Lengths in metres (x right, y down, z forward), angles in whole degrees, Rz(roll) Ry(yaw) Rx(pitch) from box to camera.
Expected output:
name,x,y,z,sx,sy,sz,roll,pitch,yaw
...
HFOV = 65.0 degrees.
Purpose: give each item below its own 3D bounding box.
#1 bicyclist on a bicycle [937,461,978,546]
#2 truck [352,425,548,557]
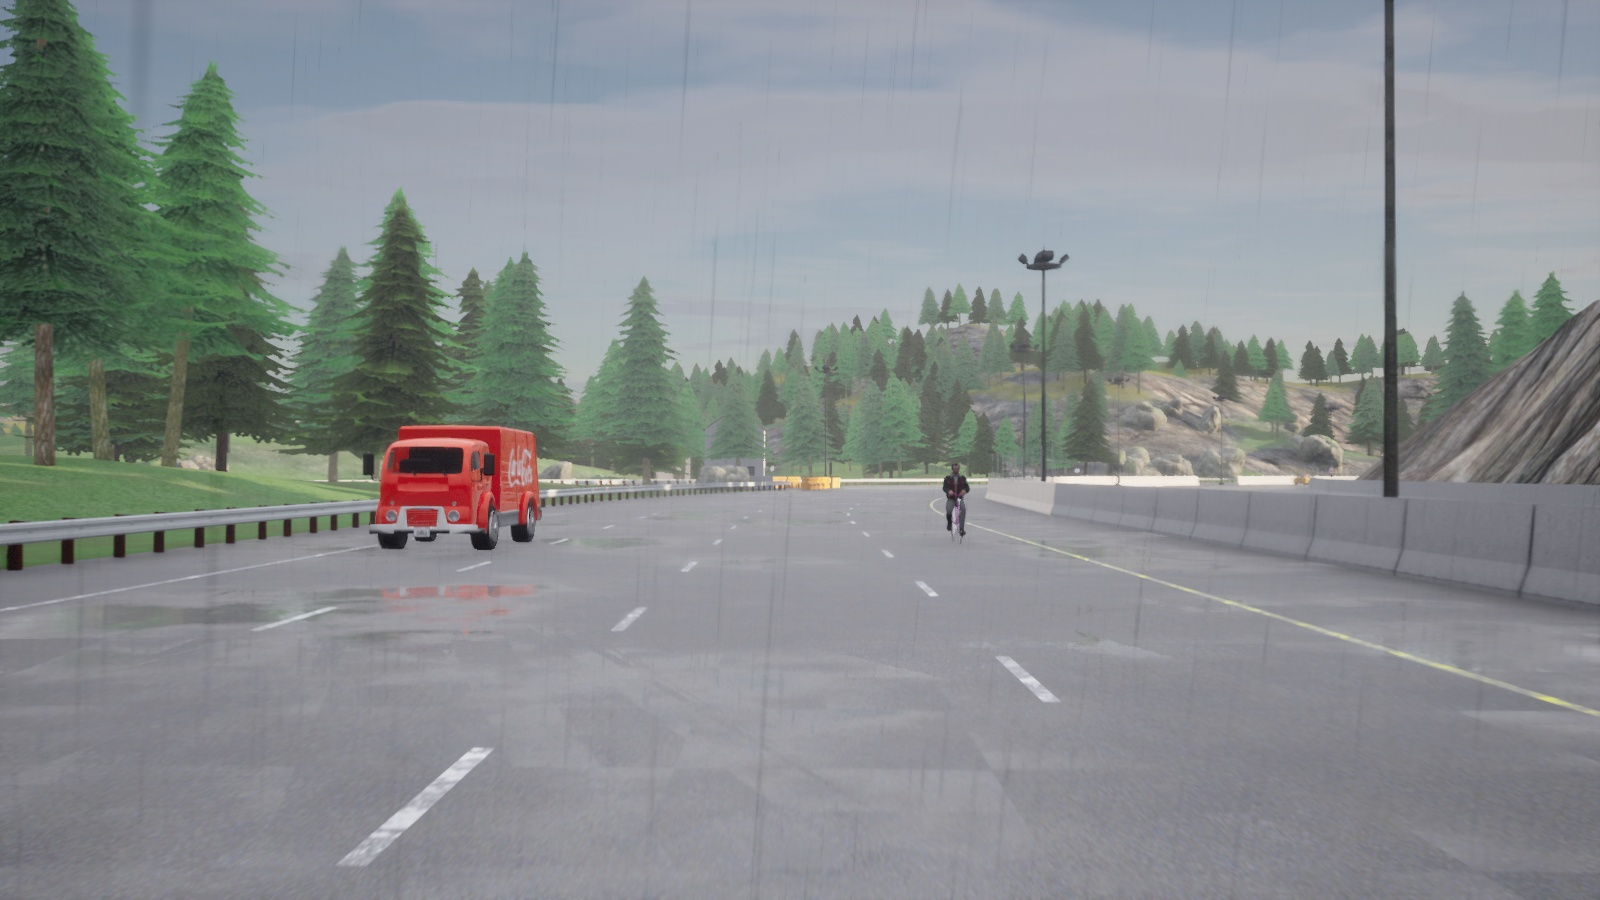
name,x,y,z,sx,sy,sz,roll,pitch,yaw
bicyclist on a bicycle,3.433,1.146,27.448,0.659,1.776,1.843,0,-1,0
truck,-7.065,0.805,26.063,2.627,2.467,5.204,0,-1,0
